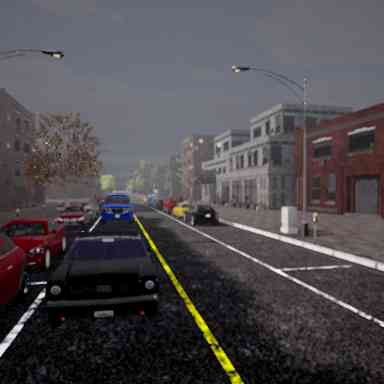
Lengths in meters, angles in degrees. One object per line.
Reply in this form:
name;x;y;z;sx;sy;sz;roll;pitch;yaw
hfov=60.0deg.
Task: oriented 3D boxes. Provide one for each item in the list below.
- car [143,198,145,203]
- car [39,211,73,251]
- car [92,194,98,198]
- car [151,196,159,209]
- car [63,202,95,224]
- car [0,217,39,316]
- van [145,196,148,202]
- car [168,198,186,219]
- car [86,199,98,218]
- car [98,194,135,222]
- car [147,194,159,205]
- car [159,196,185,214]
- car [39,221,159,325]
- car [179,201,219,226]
car;-8.868;1.465;66.906;1.752;1.417;4.829;-1;0;-12
car;-5.237;1.538;10.741;1.887;1.381;4.507;-1;0;-12
car;-13.488;1.276;48.692;2.192;1.841;5.009;-1;0;-12
car;-4.119;1.542;45.053;1.802;1.307;4.206;-1;0;-12
car;-7.594;1.566;21.584;1.802;1.307;4.206;-1;0;-12
car;-4.060;1.437;5.318;1.967;1.590;4.097;-1;0;-12
van;-6.478;1.291;55.896;1.690;1.788;3.998;-1;0;-12
car;-0.619;1.499;28.953;1.752;1.417;4.829;-1;0;-12
car;-8.773;1.530;27.005;2.008;1.369;4.403;-1;0;-12
car;-5.447;1.200;24.383;2.150;2.045;5.566;0;0;-12
car;-5.333;1.480;50.641;1.752;1.417;4.829;-1;0;-12
car;-1.764;1.284;34.209;2.192;1.841;5.009;-1;0;-12
car;-1.849;1.595;7.364;1.895;1.301;4.718;0;0;-12
car;0.595;1.544;23.366;1.947;1.339;4.313;-1;0;-12
